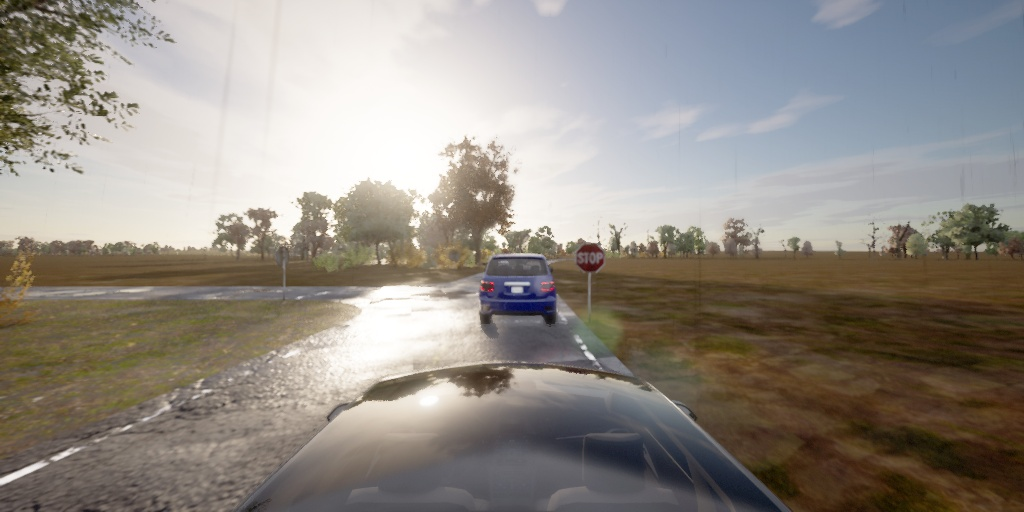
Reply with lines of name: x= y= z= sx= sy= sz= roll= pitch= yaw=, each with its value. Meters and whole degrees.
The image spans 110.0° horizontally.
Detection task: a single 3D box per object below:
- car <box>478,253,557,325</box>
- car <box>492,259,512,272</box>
car: x=0.211 y=0.934 z=11.761 sx=2.150 sy=2.045 sz=5.566 roll=0 pitch=0 yaw=2
car: x=-1.150 y=1.113 z=44.145 sx=1.812 sy=1.442 sz=4.674 roll=0 pitch=0 yaw=6
